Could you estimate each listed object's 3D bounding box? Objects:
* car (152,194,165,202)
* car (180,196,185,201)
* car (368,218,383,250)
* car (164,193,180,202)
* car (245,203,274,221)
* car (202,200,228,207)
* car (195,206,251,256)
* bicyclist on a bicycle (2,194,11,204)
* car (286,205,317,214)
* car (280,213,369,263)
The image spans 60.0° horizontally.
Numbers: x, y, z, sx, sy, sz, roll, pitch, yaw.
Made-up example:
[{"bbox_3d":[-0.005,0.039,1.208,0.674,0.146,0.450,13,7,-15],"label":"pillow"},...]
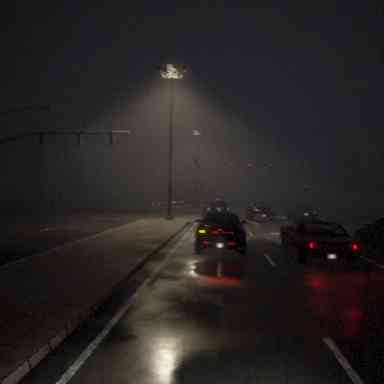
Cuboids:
[{"bbox_3d":[-8.177,1.579,79.032,1.812,1.442,4.674,1,0,5],"label":"car"},{"bbox_3d":[-3.189,1.734,95.043,1.895,1.301,4.718,1,0,6],"label":"car"},{"bbox_3d":[8.165,1.719,13.208,1.812,1.442,4.674,1,0,5],"label":"car"},{"bbox_3d":[-4.694,1.673,78.691,1.994,1.385,4.181,1,0,5],"label":"car"},{"bbox_3d":[5.777,1.681,29.015,2.128,1.511,4.902,1,0,0],"label":"car"},{"bbox_3d":[2.019,1.467,28.988,2.097,1.767,4.553,1,0,-4],"label":"car"},{"bbox_3d":[1.174,1.563,13.618,1.837,1.490,4.892,1,0,5],"label":"car"},{"bbox_3d":[-28.010,1.051,50.220,0.582,1.620,1.656,1,0,18],"label":"bicyclist on a bicycle"},{"bbox_3d":[9.594,1.826,29.335,1.994,1.385,4.181,1,0,5],"label":"car"},{"bbox_3d":[4.589,1.723,12.583,1.895,1.301,4.718,1,0,5],"label":"car"}]
